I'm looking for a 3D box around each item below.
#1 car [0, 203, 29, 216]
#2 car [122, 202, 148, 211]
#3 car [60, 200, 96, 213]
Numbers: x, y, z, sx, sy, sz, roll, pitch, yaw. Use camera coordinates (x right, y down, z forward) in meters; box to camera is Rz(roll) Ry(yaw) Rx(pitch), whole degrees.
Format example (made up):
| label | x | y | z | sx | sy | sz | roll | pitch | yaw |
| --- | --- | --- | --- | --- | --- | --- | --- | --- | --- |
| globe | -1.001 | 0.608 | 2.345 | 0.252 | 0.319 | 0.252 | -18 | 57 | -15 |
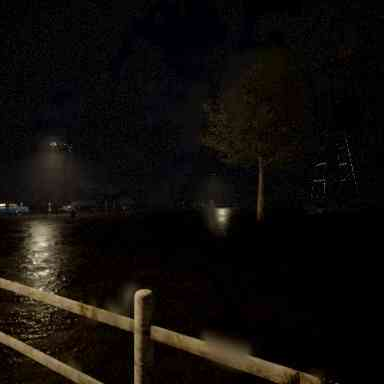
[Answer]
| label | x | y | z | sx | sy | sz | roll | pitch | yaw |
| --- | --- | --- | --- | --- | --- | --- | --- | --- | --- |
| car | -20.729 | 1.950 | 36.332 | 2.033 | 1.411 | 5.357 | -2 | -2 | 35 |
| car | -8.993 | 2.267 | 52.649 | 1.812 | 1.442 | 4.674 | -2 | -2 | 36 |
| car | -15.115 | 1.914 | 44.146 | 2.097 | 1.767 | 4.553 | -2 | -2 | 36 |
